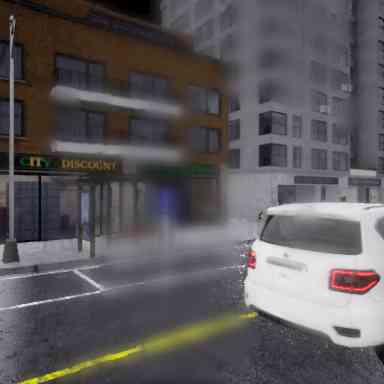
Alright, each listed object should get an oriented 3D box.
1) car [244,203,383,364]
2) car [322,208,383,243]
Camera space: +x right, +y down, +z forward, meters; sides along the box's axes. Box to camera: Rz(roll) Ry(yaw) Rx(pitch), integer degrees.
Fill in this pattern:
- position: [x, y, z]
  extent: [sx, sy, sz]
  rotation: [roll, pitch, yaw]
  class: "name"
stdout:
- position: [3.423, 1.216, 5.886]
  extent: [5.566, 2.045, 2.150]
  rotation: [1, -1, -35]
  class: "car"
- position: [8.602, 1.566, 16.530]
  extent: [4.313, 1.339, 1.947]
  rotation: [0, 0, -36]
  class: "car"
